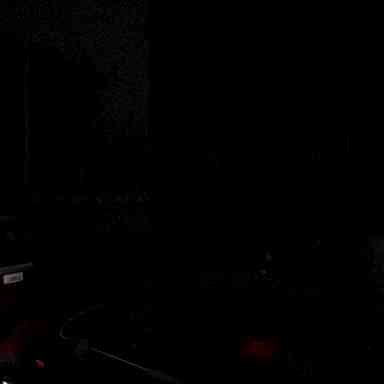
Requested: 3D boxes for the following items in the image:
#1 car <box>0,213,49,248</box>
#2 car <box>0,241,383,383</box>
[{"bbox_3d":[-4.500,1.315,6.156,5.009,1.841,2.192,0,0,35],"label":"car"},{"bbox_3d":[-0.066,1.440,3.007,4.097,1.590,1.967,0,0,35],"label":"car"}]
